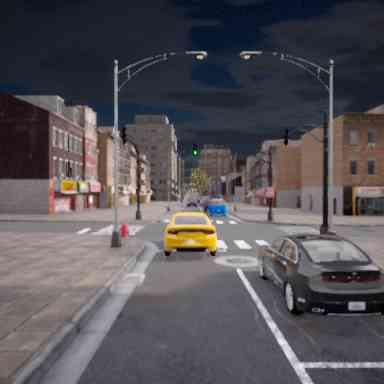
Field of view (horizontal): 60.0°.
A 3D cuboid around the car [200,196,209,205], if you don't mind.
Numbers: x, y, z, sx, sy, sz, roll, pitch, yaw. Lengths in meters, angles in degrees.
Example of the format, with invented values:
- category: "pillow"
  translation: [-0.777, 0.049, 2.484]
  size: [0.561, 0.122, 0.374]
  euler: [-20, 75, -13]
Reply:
- category: "car"
  translation: [2.986, 2.089, 79.996]
  size: [2.150, 2.045, 5.566]
  euler: [0, -1, 0]

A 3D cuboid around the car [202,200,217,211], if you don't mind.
- category: "car"
  translation: [2.624, 1.998, 50.314]
  size: [2.008, 1.369, 4.403]
  euler: [-1, -1, 0]

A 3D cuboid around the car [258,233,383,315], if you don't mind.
- category: "car"
  translation: [2.626, 1.597, 7.487]
  size: [2.008, 1.369, 4.403]
  euler: [-1, 0, 0]

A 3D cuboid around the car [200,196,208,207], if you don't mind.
- category: "car"
  translation: [2.619, 1.699, 45.028]
  size: [2.192, 1.841, 5.009]
  euler: [-1, -1, 0]

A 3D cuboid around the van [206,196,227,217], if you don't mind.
- category: "van"
  translation: [2.620, 1.613, 34.446]
  size: [1.690, 1.788, 3.998]
  euler: [-1, -1, 0]

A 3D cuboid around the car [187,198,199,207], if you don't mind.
- category: "car"
  translation: [0.054, 2.232, 64.506]
  size: [1.895, 1.301, 4.718]
  euler: [0, -1, 1]

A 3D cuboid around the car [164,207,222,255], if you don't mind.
- category: "car"
  translation: [-0.125, 1.576, 13.739]
  size: [1.882, 1.535, 5.008]
  euler: [0, -1, -2]

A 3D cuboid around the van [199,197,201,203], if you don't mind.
- category: "van"
  translation: [2.619, 1.923, 60.897]
  size: [1.690, 1.788, 3.998]
  euler: [-1, -1, 0]

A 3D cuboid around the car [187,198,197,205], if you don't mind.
- category: "car"
  translation: [0.004, 2.138, 74.807]
  size: [2.128, 1.511, 4.902]
  euler: [0, -1, 0]

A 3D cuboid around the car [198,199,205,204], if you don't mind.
- category: "car"
  translation: [2.622, 2.617, 92.633]
  size: [1.887, 1.381, 4.507]
  euler: [-2, -1, 0]
